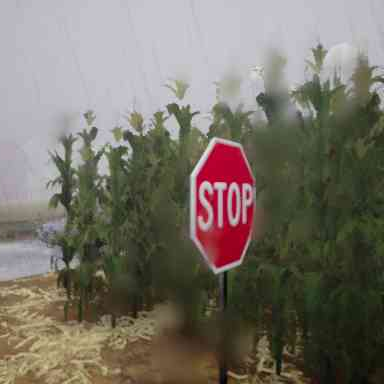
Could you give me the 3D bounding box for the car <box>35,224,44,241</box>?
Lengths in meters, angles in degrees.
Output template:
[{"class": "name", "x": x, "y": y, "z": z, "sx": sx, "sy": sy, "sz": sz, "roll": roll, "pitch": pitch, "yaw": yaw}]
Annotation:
[{"class": "car", "x": -5.618, "y": 1.720, "z": 17.196, "sx": 1.812, "sy": 1.442, "sz": 4.674, "roll": 0, "pitch": 0, "yaw": 35}]
